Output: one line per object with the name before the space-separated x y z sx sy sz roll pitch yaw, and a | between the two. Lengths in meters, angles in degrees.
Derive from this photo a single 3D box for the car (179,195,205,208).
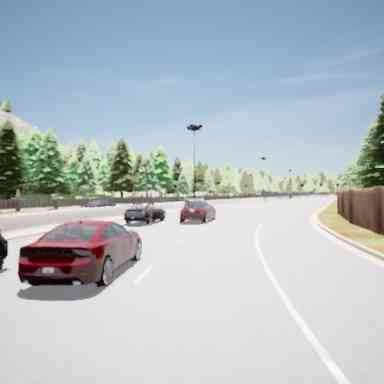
car | 0.063 1.492 54.133 2.150 2.045 5.566 0 0 25

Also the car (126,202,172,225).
car | -3.504 1.627 25.473 2.128 1.511 4.902 0 0 14

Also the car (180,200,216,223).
car | 0.591 1.487 27.026 2.097 1.767 4.553 0 0 16

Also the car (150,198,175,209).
car | -4.590 1.777 52.351 1.837 1.490 4.892 0 0 25

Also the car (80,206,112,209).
car | -12.199 1.791 43.796 2.033 1.411 5.357 0 0 23

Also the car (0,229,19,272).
car | -6.570 1.272 7.392 2.150 2.045 5.566 0 0 4

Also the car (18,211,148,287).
car | -2.844 1.532 9.566 1.882 1.535 5.008 0 0 5
